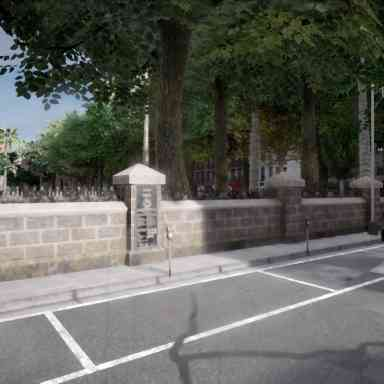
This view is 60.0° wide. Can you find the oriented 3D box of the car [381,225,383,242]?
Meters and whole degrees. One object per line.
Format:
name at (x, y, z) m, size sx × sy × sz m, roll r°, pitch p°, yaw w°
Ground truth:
car at (9.700, 1.310, 13.463) m, size 5.009 × 1.841 × 2.192 m, roll 0°, pitch 0°, yaw -36°
